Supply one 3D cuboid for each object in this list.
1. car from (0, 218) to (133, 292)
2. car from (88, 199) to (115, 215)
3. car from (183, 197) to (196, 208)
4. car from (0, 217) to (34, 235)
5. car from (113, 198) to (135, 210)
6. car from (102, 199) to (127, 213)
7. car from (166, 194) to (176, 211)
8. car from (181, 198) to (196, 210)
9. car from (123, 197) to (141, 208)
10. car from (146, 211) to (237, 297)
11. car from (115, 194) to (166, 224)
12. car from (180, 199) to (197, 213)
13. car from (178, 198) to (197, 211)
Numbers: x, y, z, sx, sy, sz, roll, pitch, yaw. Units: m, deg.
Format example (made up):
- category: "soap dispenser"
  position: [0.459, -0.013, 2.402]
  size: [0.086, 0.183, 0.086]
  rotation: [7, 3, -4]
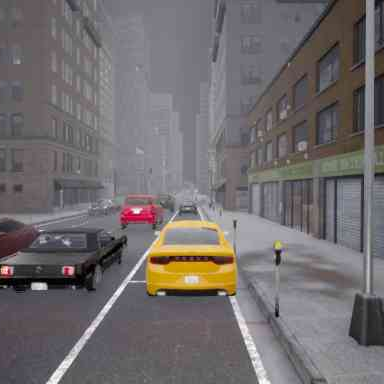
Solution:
- category: "car"
  position: [-3.038, 1.599, 8.872]
  size: [1.895, 1.301, 4.718]
  rotation: [0, 0, 0]
- category: "car"
  position: [-8.920, 1.440, 33.084]
  size: [1.967, 1.590, 4.097]
  rotation: [-1, 0, 0]
- category: "car"
  position: [-0.394, 1.550, 49.600]
  size: [1.887, 1.381, 4.507]
  rotation: [-1, 0, 0]
- category: "car"
  position: [-6.245, 1.523, 9.891]
  size: [1.812, 1.442, 4.674]
  rotation: [0, 0, 0]
- category: "car"
  position: [-8.918, 1.554, 44.095]
  size: [2.008, 1.369, 4.403]
  rotation: [-1, 0, 0]
- category: "car"
  position: [-8.918, 1.567, 38.589]
  size: [1.947, 1.339, 4.313]
  rotation: [-1, 0, 0]
- category: "car"
  position: [-3.051, 1.220, 37.469]
  size: [2.150, 2.045, 5.566]
  rotation: [0, 0, 0]
- category: "car"
  position: [-0.393, 1.548, 44.094]
  size: [1.887, 1.381, 4.507]
  rotation: [-1, 0, 0]
- category: "car"
  position: [-8.918, 1.550, 49.600]
  size: [1.887, 1.381, 4.507]
  rotation: [-1, 0, 0]
- category: "car"
  position: [-0.005, 1.476, 8.651]
  size: [1.882, 1.535, 5.008]
  rotation: [0, 0, 0]
- category: "car"
  position: [-3.145, 1.220, 21.605]
  size: [2.150, 2.045, 5.566]
  rotation: [0, 0, 0]
- category: "car"
  position: [-0.393, 1.546, 38.589]
  size: [1.887, 1.381, 4.507]
  rotation: [-1, 0, 0]
- category: "car"
  position: [-0.393, 1.565, 33.084]
  size: [1.947, 1.339, 4.313]
  rotation: [-1, 0, 0]
